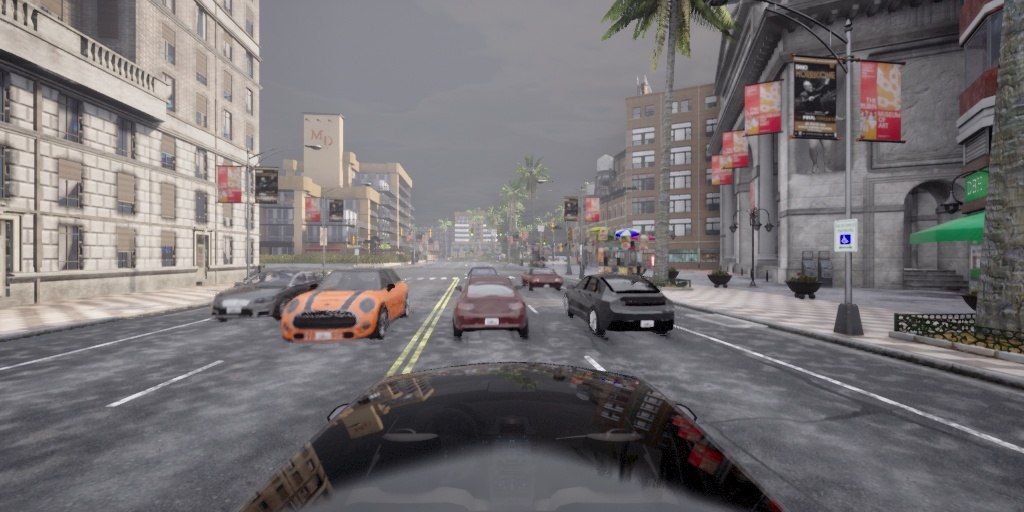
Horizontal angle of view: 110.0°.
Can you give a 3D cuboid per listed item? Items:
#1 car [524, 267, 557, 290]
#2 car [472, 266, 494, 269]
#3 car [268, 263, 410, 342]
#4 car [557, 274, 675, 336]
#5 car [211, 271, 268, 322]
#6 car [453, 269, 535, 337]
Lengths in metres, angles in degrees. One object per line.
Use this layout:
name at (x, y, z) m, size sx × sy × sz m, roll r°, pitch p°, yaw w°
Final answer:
car at (1.672, 1.351, 21.953) m, size 1.895 × 1.301 × 4.718 m, roll 0°, pitch 0°, yaw -6°
car at (-1.672, 1.298, 20.446) m, size 2.033 × 1.411 × 5.357 m, roll 0°, pitch 0°, yaw -6°
car at (-4.216, 1.102, 9.840) m, size 2.097 × 1.767 × 4.553 m, roll 0°, pitch 0°, yaw -6°
car at (2.831, 1.256, 10.450) m, size 1.837 × 1.490 × 4.892 m, roll 0°, pitch 0°, yaw -5°
car at (-7.998, 1.241, 12.415) m, size 2.128 × 1.511 × 4.902 m, roll 0°, pitch 0°, yaw -6°
car at (-0.648, 1.276, 10.188) m, size 1.812 × 1.442 × 4.674 m, roll 0°, pitch 0°, yaw -5°
